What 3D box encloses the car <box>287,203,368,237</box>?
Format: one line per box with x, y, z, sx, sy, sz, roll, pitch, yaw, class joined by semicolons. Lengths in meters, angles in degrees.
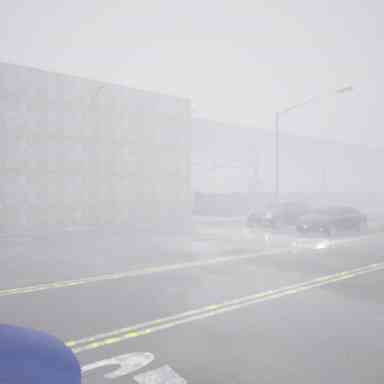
7.627;1.498;18.031;4.892;1.490;1.837;0;0;-36;car

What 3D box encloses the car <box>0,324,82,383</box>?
-3.076;1.478;1.552;5.008;1.535;1.882;0;0;-36;car

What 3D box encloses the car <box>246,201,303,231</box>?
5.502;1.346;20.812;4.553;1.767;2.097;0;0;-36;car
